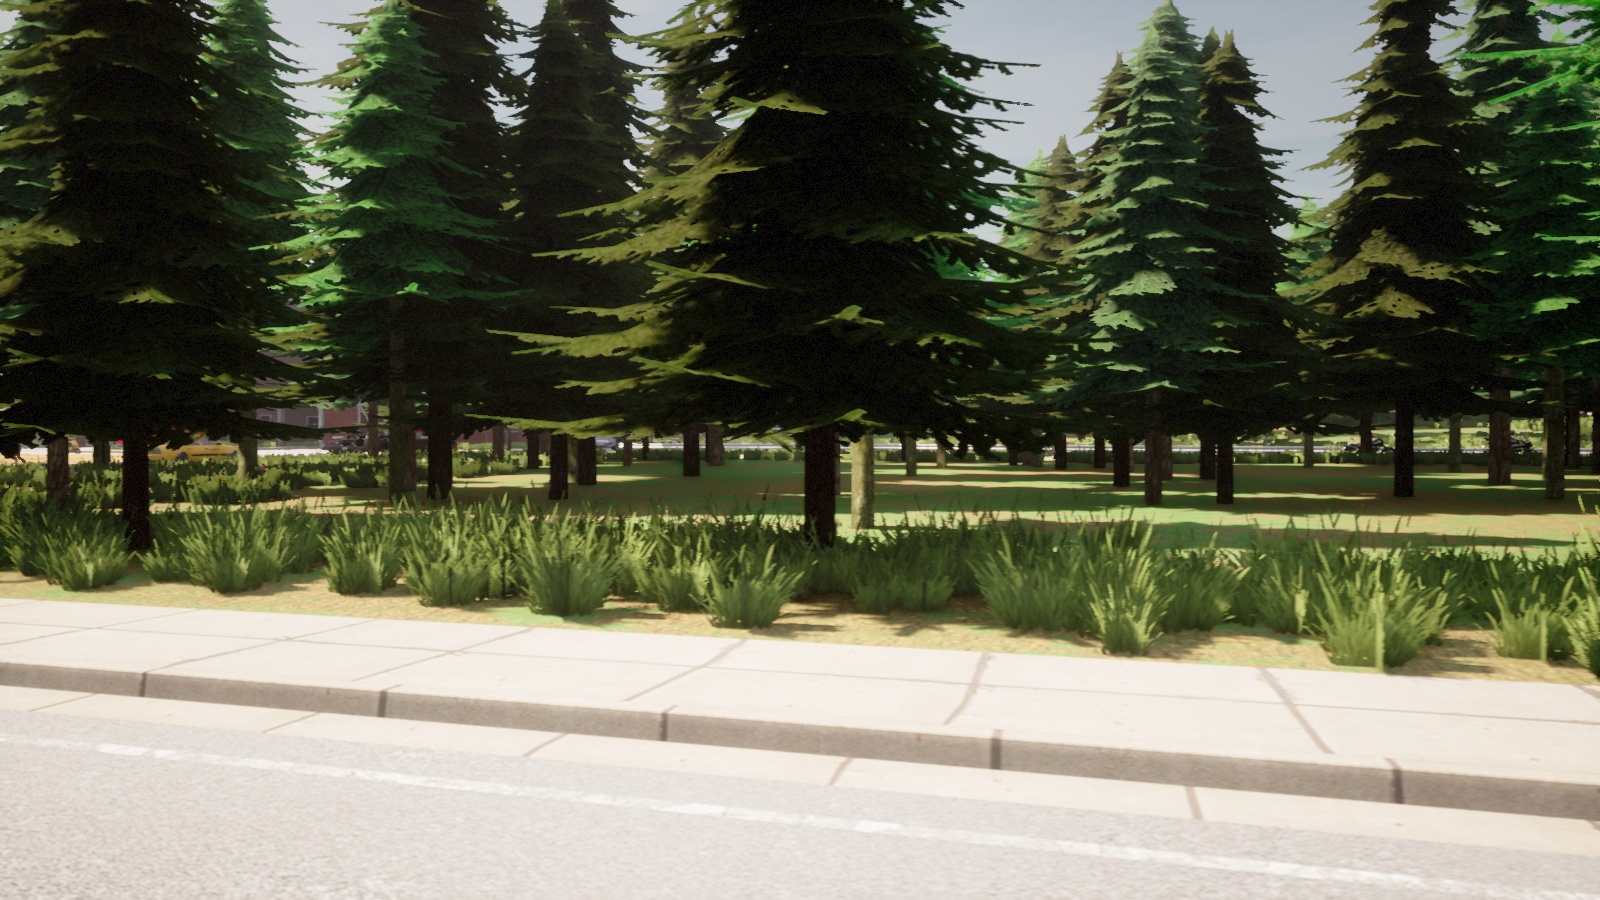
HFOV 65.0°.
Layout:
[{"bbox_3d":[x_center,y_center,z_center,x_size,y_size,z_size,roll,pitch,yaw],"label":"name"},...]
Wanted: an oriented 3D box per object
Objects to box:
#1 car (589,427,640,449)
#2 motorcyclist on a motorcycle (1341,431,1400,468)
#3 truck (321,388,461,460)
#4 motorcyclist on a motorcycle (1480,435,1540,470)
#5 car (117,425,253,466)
[{"bbox_3d":[-14.345,-0.923,97.454,2.033,1.649,4.856,1,1,17],"label":"car"},{"bbox_3d":[26.333,-0.041,58.001,2.350,1.649,0.766,1,1,18],"label":"motorcyclist on a motorcycle"},{"bbox_3d":[-20.940,-1.329,64.819,2.891,3.462,7.936,1,1,16],"label":"truck"},{"bbox_3d":[31.745,0.105,56.185,2.191,1.530,0.866,1,1,19],"label":"motorcyclist on a motorcycle"},{"bbox_3d":[-25.090,-0.209,51.461,1.801,1.575,5.366,1,1,17],"label":"car"}]
